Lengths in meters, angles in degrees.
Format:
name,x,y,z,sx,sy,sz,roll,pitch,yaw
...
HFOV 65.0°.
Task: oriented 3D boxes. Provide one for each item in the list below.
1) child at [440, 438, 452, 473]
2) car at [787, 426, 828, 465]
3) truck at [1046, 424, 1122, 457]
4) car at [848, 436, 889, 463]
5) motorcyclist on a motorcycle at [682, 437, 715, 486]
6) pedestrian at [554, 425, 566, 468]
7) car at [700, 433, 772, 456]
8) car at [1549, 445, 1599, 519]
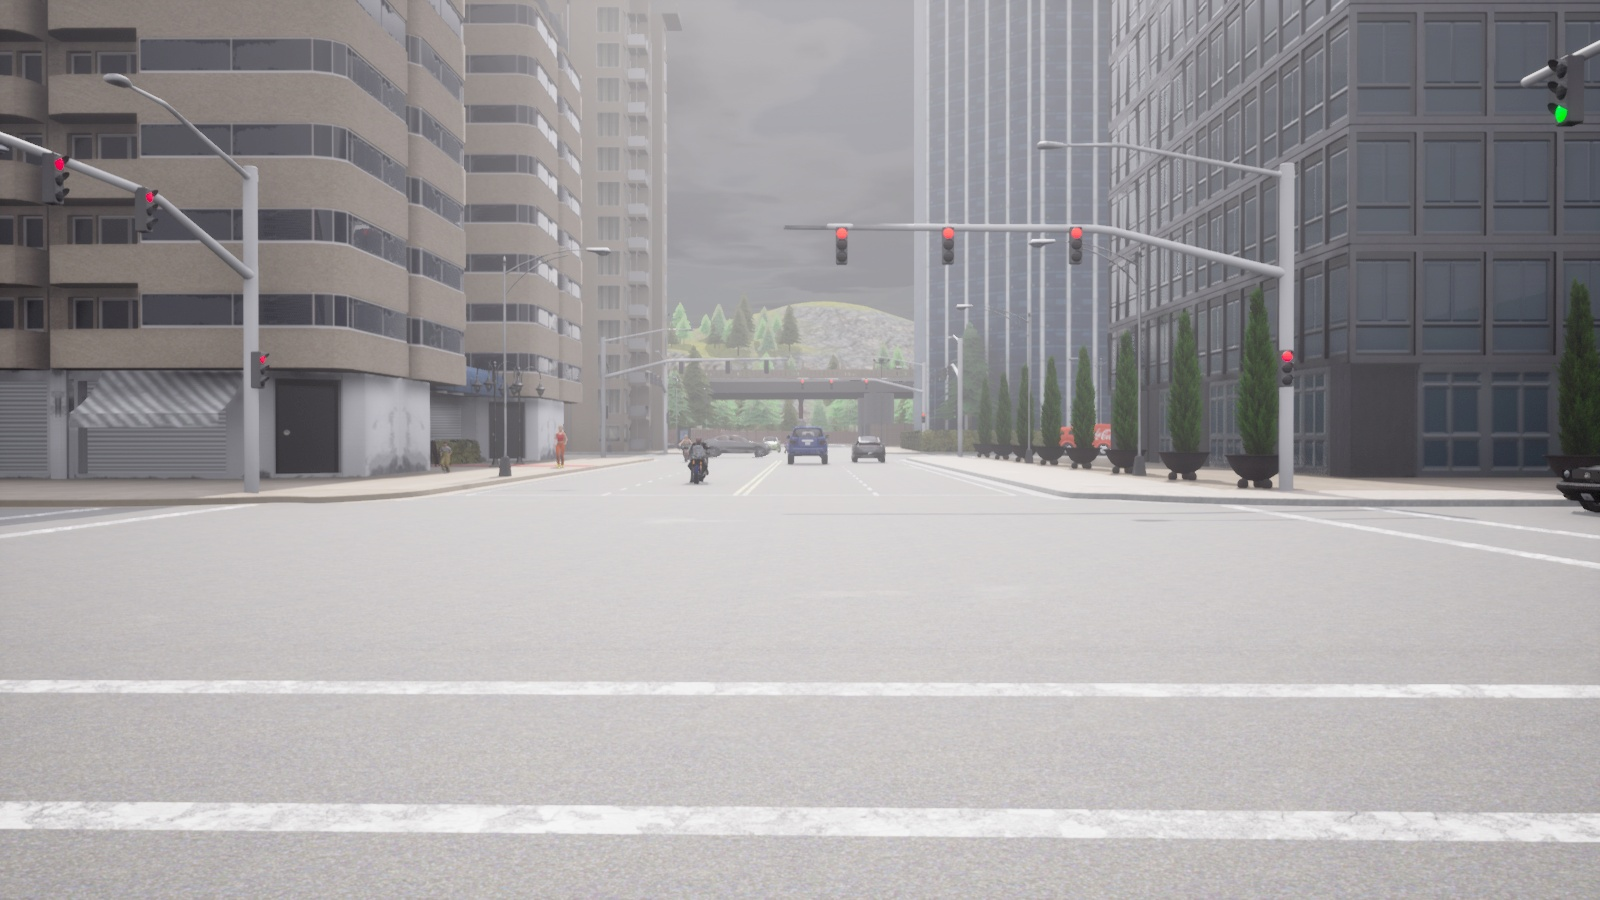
name,x,y,z,sx,sy,sz,roll,pitch,yaw
child,-13.065,0.196,46.323,0.270,1.263,0.437,0,1,4
car,0.430,-0.246,68.912,2.150,2.045,5.566,0,1,0
truck,21.700,-0.713,96.003,5.204,2.467,2.627,0,1,0
car,3.955,-0.048,72.944,2.128,1.511,4.902,0,1,0
motorcyclist on a motorcycle,-3.242,0.362,40.293,0.866,1.530,2.191,0,1,0
pedestrian,-10.261,-0.166,53.697,0.345,1.836,0.594,0,1,1
car,-4.486,-0.396,88.900,5.027,1.651,2.152,0,1,0
car,16.486,0.569,22.712,4.718,1.301,1.895,0,1,1
